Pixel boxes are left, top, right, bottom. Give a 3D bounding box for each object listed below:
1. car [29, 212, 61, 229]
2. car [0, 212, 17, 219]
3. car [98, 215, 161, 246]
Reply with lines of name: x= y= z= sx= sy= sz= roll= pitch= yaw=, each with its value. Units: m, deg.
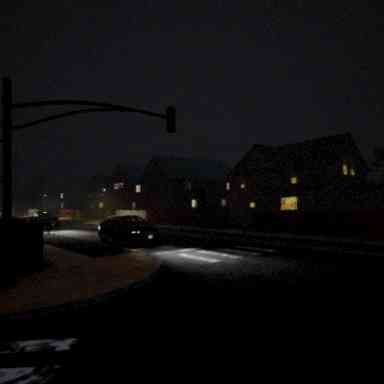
car: x=-13.913 y=2.677 z=31.390 sx=2.128 sy=1.511 sz=4.902 roll=1 pitch=-2 yaw=-39
car: x=-25.892 y=3.509 z=46.300 sx=2.033 sy=1.411 sz=5.357 roll=1 pitch=-3 yaw=-39
car: x=-3.613 y=2.079 z=18.673 sx=2.128 sy=1.511 sz=4.902 roll=1 pitch=-2 yaw=-38
